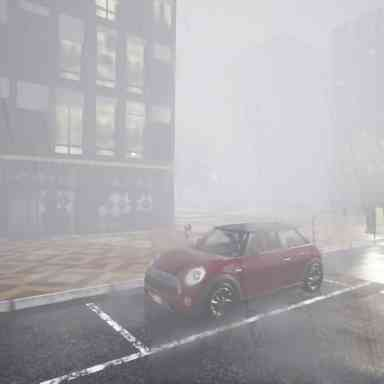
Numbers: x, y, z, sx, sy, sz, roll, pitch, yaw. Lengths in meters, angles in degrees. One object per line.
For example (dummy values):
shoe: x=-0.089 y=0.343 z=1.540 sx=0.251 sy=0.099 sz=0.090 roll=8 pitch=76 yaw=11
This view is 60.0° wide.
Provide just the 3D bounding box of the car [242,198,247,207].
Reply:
car: x=7.921 y=1.726 z=56.152 sx=1.967 sy=1.590 sz=4.097 roll=1 pitch=-1 yaw=-35

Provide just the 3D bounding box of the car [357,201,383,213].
car: x=21.047 y=1.730 z=37.653 sx=1.947 sy=1.339 sz=4.313 roll=1 pitch=-1 yaw=-35

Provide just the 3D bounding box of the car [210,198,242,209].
car: x=4.365 y=1.678 z=46.682 sx=2.008 sy=1.369 sz=4.403 roll=1 pitch=-1 yaw=-35

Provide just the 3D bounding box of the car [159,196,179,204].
car: x=-5.205 y=1.724 z=74.652 sx=2.192 sy=1.841 sz=5.009 roll=1 pitch=-1 yaw=-35

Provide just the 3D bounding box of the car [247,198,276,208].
car: x=11.202 y=1.800 z=51.527 sx=1.887 sy=1.381 sz=4.507 roll=1 pitch=-1 yaw=-35

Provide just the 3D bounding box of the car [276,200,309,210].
car: x=14.483 y=1.806 z=46.901 sx=1.802 sy=1.307 sz=4.206 roll=1 pitch=-1 yaw=-35

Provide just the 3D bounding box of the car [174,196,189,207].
car: x=-2.199 y=1.733 z=55.931 sx=1.887 sy=1.381 sz=4.507 roll=1 pitch=-1 yaw=-35

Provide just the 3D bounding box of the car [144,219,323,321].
car: x=0.990 y=1.442 z=7.261 sx=4.097 sy=1.590 sz=1.967 roll=0 pitch=1 yaw=-36
